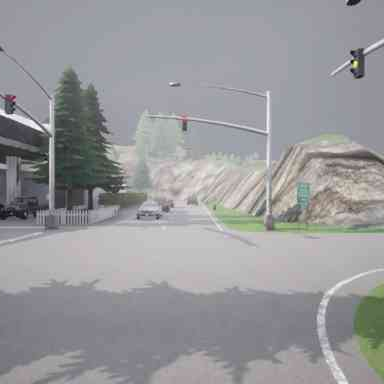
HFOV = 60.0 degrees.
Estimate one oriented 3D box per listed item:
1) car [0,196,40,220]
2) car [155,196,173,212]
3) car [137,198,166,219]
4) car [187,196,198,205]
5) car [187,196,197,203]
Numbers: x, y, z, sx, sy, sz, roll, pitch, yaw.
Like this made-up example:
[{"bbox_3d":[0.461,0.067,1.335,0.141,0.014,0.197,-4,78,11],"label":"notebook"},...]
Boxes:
[{"bbox_3d":[-14.540,1.313,28.453,1.905,1.878,3.866,0,0,-1],"label":"car"},{"bbox_3d":[-3.608,1.352,37.890,2.097,1.767,4.553,0,0,0],"label":"car"},{"bbox_3d":[-3.608,1.526,28.933,1.812,1.442,4.674,0,0,0],"label":"car"},{"bbox_3d":[0.076,1.547,58.074,2.033,1.411,5.357,0,0,0],"label":"car"},{"bbox_3d":[-0.042,1.526,69.533,1.812,1.442,4.674,0,0,-2],"label":"car"}]
